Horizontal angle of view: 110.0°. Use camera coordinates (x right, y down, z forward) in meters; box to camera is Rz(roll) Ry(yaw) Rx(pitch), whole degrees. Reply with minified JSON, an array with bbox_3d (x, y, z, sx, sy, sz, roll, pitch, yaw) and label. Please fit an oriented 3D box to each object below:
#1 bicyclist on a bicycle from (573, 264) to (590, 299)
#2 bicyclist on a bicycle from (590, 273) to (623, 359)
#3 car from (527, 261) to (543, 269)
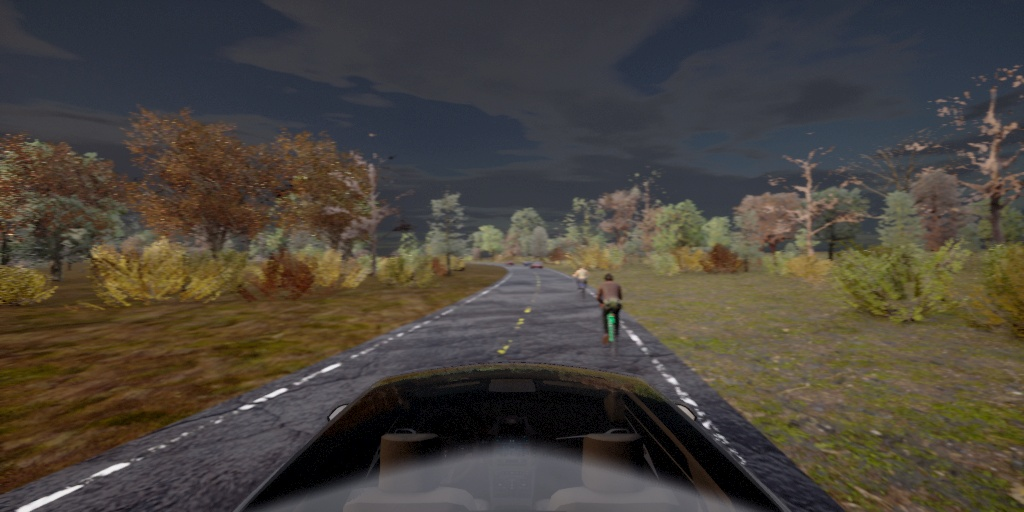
[{"bbox_3d":[3.349,1.199,17.153,0.866,1.612,1.509,-1,0,6],"label":"bicyclist on a bicycle"},{"bbox_3d":[2.035,1.191,7.403,0.582,1.620,1.656,-1,-1,9],"label":"bicyclist on a bicycle"},{"bbox_3d":[4.213,1.541,62.508,1.994,1.385,4.181,-1,0,-3],"label":"car"}]
